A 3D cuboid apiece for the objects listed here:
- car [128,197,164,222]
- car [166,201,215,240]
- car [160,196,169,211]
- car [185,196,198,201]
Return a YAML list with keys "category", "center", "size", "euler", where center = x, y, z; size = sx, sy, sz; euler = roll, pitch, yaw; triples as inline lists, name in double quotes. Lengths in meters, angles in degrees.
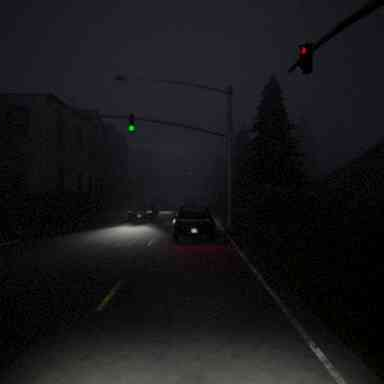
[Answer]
- category: "car"
  center: [-3.604, 1.352, 25.188]
  size: [2.128, 1.511, 4.902]
  euler: [0, 0, 0]
- category: "car"
  center: [0.093, 1.400, 16.338]
  size: [2.128, 1.511, 4.902]
  euler: [0, 0, 0]
- category: "car"
  center: [-3.598, 1.296, 37.748]
  size: [1.837, 1.490, 4.892]
  euler: [0, 0, 0]
- category: "car"
  center: [-0.024, 1.280, 51.285]
  size: [1.994, 1.385, 4.181]
  euler: [0, 0, 0]
